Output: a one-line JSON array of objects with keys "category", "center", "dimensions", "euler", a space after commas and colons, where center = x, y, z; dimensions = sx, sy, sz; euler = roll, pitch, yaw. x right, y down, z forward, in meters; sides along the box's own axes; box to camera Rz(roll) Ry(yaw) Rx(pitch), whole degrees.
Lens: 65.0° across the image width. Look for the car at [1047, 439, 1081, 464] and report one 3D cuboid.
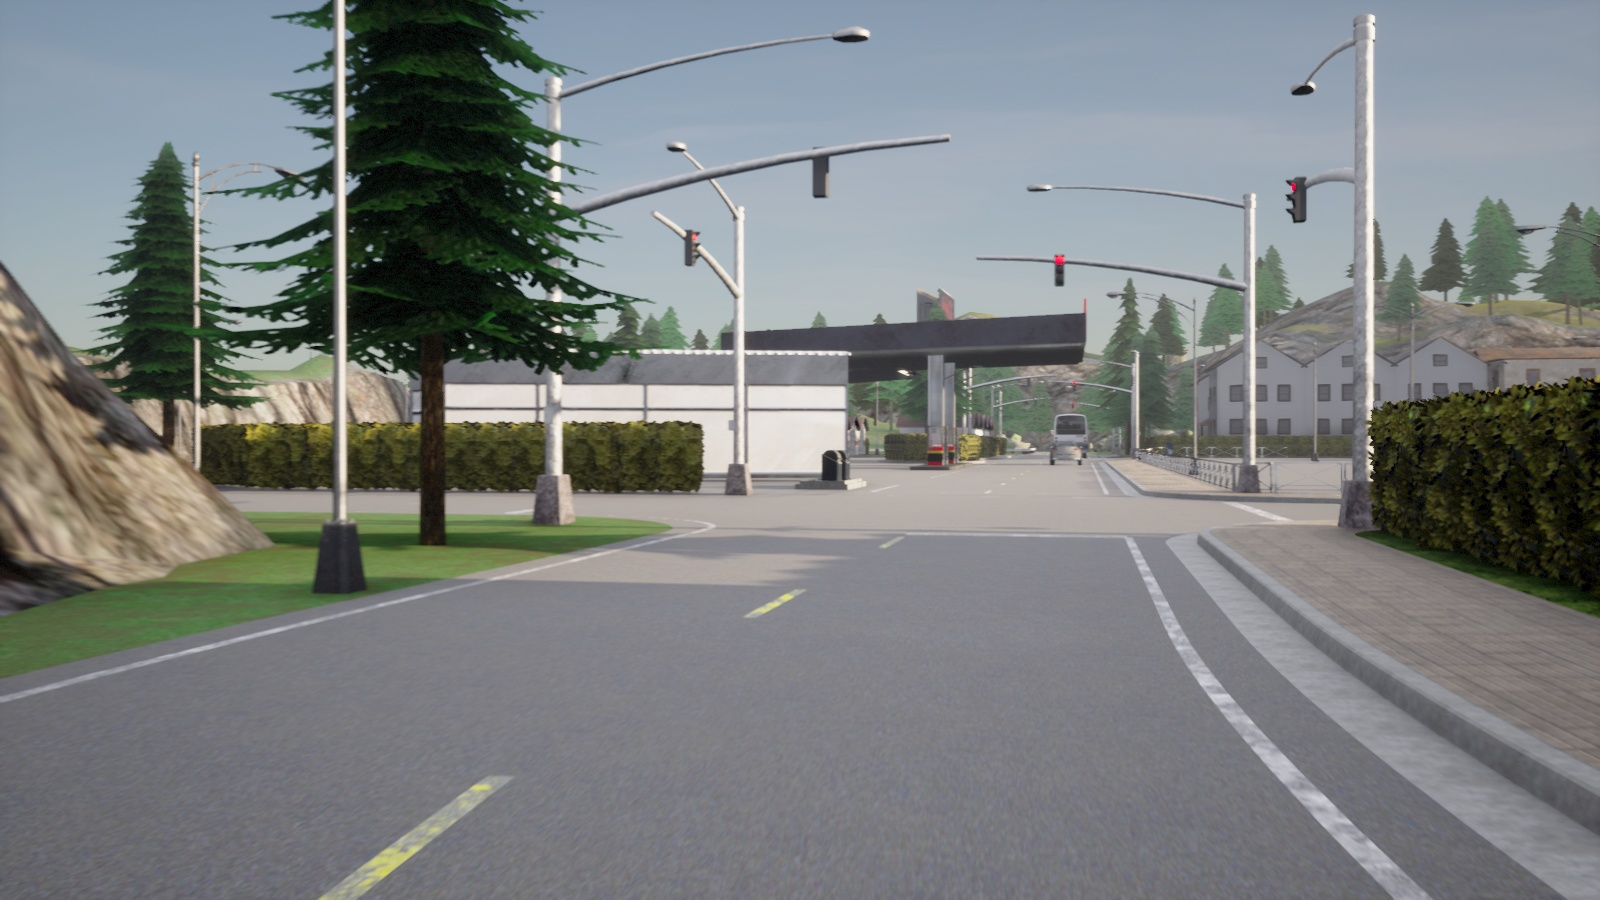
[{"category": "car", "center": [17.925, 0.077, 85.167], "dimensions": [2.152, 1.651, 5.027], "euler": [0, 0, 12]}]
